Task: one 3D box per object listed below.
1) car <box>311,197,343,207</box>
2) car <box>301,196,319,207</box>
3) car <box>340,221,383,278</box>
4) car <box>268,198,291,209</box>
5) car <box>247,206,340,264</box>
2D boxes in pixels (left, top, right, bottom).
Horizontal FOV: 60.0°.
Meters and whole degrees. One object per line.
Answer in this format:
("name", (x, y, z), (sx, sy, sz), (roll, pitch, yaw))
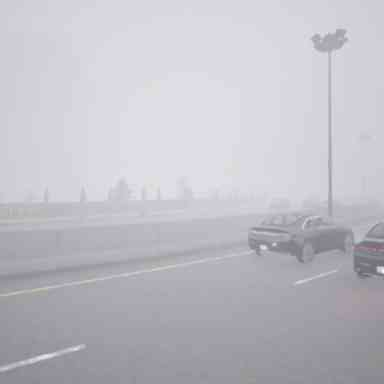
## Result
("car", (14.278, 1.504, 34.221), (2.033, 1.411, 5.357), (0, 0, 34))
("car", (15.484, 1.309, 42.889), (2.097, 1.767, 4.553), (0, 0, 29))
("car", (6.085, 1.482, 8.980), (4.892, 1.490, 1.837), (0, 0, -41))
("car", (11.287, 1.458, 42.603), (1.882, 1.535, 5.008), (0, 0, 31))
("car", (4.014, 1.483, 11.826), (4.902, 1.511, 2.128), (0, 0, -42))
